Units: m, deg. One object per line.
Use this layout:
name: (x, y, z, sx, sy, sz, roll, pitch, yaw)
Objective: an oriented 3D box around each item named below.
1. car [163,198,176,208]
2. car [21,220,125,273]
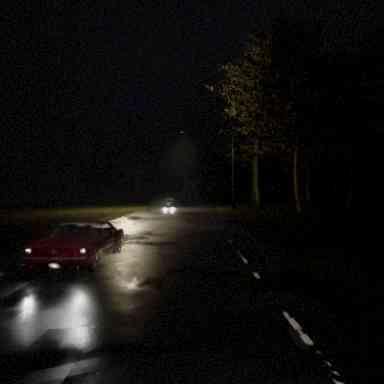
car: (-3.515, 1.632, 52.527, 2.128, 1.511, 4.902, 0, 0, 0)
car: (-3.589, 1.633, 10.907, 1.895, 1.301, 4.718, 0, 0, 0)
